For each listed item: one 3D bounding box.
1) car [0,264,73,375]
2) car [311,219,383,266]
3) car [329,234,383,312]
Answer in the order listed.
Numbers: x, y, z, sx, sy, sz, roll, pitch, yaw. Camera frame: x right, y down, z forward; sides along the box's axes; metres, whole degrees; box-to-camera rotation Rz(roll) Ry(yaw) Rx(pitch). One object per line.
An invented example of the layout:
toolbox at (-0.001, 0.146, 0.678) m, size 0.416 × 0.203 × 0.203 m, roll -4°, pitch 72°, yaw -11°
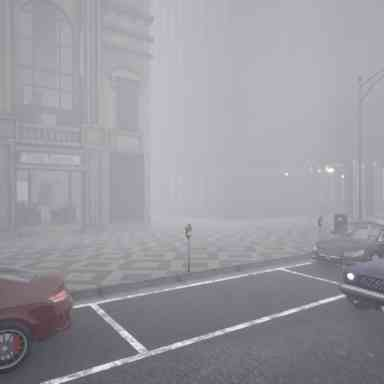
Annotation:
car at (-3.685, 1.582, 4.092) m, size 4.206 × 1.307 × 1.802 m, roll 0°, pitch 0°, yaw -34°
car at (5.510, 1.549, 10.220) m, size 4.403 × 1.369 × 2.008 m, roll 0°, pitch 0°, yaw -34°
car at (5.032, 1.599, 6.568) m, size 4.718 × 1.301 × 1.895 m, roll 0°, pitch 0°, yaw -34°
